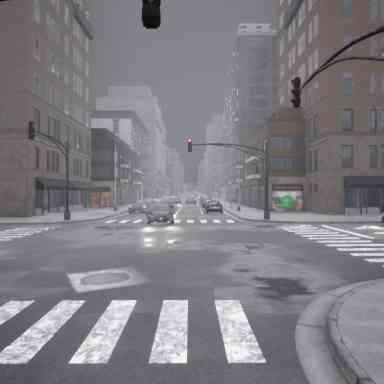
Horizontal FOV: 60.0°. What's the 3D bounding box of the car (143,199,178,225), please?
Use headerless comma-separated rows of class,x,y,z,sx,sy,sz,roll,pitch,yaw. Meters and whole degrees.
car,-2.410,1.526,24.149,1.837,1.490,4.892,0,0,-9

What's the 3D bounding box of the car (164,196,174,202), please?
car,-5.572,1.694,80.281,2.008,1.369,4.403,0,0,0

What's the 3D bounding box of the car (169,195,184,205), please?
car,-3.017,1.659,62.785,1.994,1.385,4.181,0,0,1

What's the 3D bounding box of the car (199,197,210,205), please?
car,2.420,1.647,63.733,2.008,1.369,4.403,0,0,0

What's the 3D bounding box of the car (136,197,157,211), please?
car,-5.649,1.490,41.706,1.967,1.590,4.097,0,0,0

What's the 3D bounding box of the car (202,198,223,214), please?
car,2.365,1.606,36.178,1.947,1.339,4.313,0,0,0

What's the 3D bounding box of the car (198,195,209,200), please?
car,2.398,1.637,52.711,1.947,1.339,4.313,0,0,0

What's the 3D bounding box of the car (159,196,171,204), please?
car,-5.594,1.552,69.260,1.967,1.590,4.097,0,0,0

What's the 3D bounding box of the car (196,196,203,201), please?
car,2.063,1.698,90.147,1.812,1.442,4.674,0,0,0

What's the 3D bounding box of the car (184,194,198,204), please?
car,-0.217,1.661,63.746,1.994,1.385,4.181,0,0,0

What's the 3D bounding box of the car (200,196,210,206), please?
car,2.387,1.641,47.201,1.802,1.307,4.206,0,0,0

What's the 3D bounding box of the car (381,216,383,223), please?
car,14.200,1.511,20.692,4.181,1.385,1.994,0,0,0

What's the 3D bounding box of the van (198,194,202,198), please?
van,2.409,1.424,58.222,1.690,1.788,3.998,0,0,0

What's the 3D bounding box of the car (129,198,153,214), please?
car,-5.660,1.480,36.195,1.967,1.590,4.097,0,0,0

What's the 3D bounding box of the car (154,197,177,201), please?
car,-3.117,1.646,39.198,1.895,1.301,4.718,0,0,0
